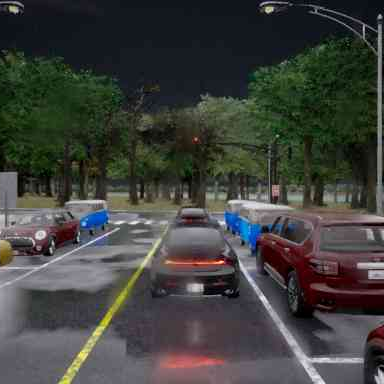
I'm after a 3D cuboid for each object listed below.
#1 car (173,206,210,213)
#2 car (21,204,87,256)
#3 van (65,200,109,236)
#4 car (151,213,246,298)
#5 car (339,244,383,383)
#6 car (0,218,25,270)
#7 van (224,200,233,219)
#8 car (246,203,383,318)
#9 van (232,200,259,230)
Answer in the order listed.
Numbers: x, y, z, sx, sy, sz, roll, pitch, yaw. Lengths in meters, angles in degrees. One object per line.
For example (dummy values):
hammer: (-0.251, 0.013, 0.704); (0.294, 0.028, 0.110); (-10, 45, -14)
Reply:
car: (0.002, 1.506, 17.914); (1.837, 1.490, 4.892); (0, 0, -1)
car: (-5.770, 1.441, 12.771); (1.967, 1.590, 4.097); (0, 0, 0)
van: (-5.773, 1.342, 18.209); (1.690, 1.788, 3.998); (0, 0, 0)
car: (0.073, 1.505, 8.510); (1.837, 1.490, 4.892); (0, 0, 0)
car: (2.762, 1.440, 1.901); (1.967, 1.590, 4.097); (0, 0, 0)
car: (-5.767, 1.525, 7.164); (1.752, 1.417, 4.829); (0, 0, 0)
van: (2.752, 1.342, 18.214); (1.690, 1.788, 3.998); (0, 0, 0)
car: (2.758, 1.315, 7.339); (2.192, 1.841, 5.009); (0, 0, 0)
van: (2.755, 1.342, 12.776); (1.690, 1.788, 3.998); (0, 0, 0)
